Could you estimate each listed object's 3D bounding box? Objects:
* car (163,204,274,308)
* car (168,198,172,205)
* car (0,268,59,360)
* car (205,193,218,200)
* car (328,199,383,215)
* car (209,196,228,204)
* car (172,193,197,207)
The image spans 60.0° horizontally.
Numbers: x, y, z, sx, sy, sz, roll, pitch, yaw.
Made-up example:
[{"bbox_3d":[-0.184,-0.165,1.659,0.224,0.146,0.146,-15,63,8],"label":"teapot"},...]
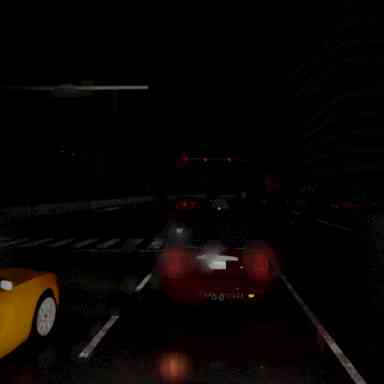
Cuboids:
[{"bbox_3d":[0.656,1.331,8.120,2.097,1.767,4.553,0,0,5],"label":"car"},{"bbox_3d":[-2.650,1.385,55.415,1.812,1.442,4.674,0,0,5],"label":"car"},{"bbox_3d":[-3.262,1.469,3.518,1.882,1.535,5.008,0,0,5],"label":"car"},{"bbox_3d":[5.099,1.120,85.408,2.097,1.767,4.553,0,0,31],"label":"car"},{"bbox_3d":[16.342,1.443,33.424,5.008,1.535,1.882,0,0,5],"label":"car"},{"bbox_3d":[3.037,1.461,36.968,1.812,1.442,4.674,0,0,5],"label":"car"},{"bbox_3d":[-0.560,1.280,35.946,2.097,1.767,4.553,0,0,5],"label":"car"}]
